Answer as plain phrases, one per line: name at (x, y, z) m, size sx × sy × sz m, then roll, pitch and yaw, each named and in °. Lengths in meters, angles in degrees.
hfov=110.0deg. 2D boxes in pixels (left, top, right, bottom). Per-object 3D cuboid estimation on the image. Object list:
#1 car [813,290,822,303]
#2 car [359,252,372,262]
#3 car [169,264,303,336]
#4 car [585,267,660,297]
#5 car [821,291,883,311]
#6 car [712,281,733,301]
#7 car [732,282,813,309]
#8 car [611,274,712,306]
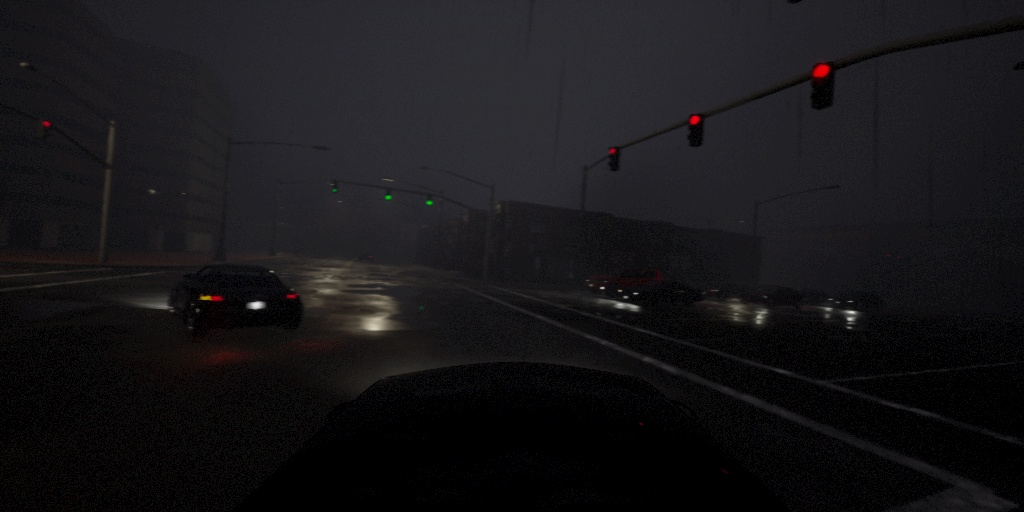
car at (26.502, 3.608, 32.298) m, size 4.718 × 1.301 × 1.895 m, roll 4°, pitch -1°, yaw -21°
car at (-24.601, 0.153, 60.145) m, size 1.994 × 1.385 × 4.181 m, roll 4°, pitch -1°, yaw -22°
car at (-6.694, 0.886, 8.674) m, size 4.181 × 1.385 × 1.994 m, roll 4°, pitch -1°, yaw 42°
car at (7.832, 1.782, 24.826) m, size 5.566 × 2.045 × 2.150 m, roll 4°, pitch -1°, yaw -22°
car at (27.918, 3.580, 29.091) m, size 4.892 × 1.490 × 1.837 m, roll 4°, pitch -1°, yaw -22°
car at (17.097, 2.769, 28.547) m, size 4.902 × 1.511 × 2.128 m, roll 4°, pitch -1°, yaw -22°
car at (18.359, 2.812, 25.281) m, size 5.008 × 1.535 × 1.882 m, roll 4°, pitch -1°, yaw -22°
car at (9.006, 2.158, 21.533) m, size 5.357 × 1.411 × 2.033 m, roll 4°, pitch -1°, yaw -22°
